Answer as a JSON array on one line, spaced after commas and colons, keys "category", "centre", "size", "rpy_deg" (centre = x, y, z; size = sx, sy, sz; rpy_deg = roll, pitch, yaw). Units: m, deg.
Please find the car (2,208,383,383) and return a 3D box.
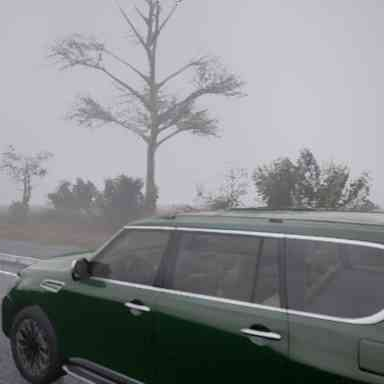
[{"category": "car", "centre": [0.192, 1.209, 3.710], "size": [5.566, 2.045, 2.150], "rpy_deg": [0, 0, 34]}]
